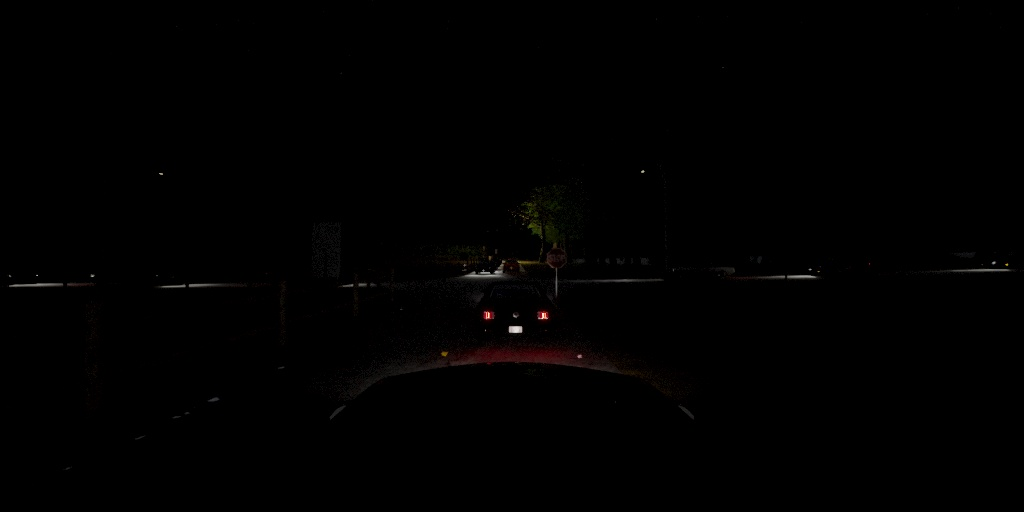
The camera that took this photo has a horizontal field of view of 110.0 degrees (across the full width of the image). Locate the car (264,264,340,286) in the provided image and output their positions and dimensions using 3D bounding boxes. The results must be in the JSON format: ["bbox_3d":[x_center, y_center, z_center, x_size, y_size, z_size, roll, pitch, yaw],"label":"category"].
[{"bbox_3d":[-14.219,1.268,24.410,4.674,1.442,1.812,0,-1,0],"label":"car"}]

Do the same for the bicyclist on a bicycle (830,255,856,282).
[{"bbox_3d":[19.857,0.746,21.541,0.582,1.620,1.656,-1,-1,0],"label":"bicyclist on a bicycle"}]

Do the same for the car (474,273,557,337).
[{"bbox_3d":[0.082,1.352,10.226,1.895,1.301,4.718,0,0,0],"label":"car"}]

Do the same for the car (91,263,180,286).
[{"bbox_3d":[-25.466,1.248,24.357,4.892,1.490,1.837,0,-1,0],"label":"car"}]

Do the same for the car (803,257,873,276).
[{"bbox_3d":[24.911,0.801,27.544,4.181,1.385,1.994,-2,-1,0],"label":"car"}]

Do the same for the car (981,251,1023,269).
[{"bbox_3d":[39.081,0.285,27.606,4.181,1.385,1.994,-2,-1,0],"label":"car"}]

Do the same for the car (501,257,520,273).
[{"bbox_3d":[-0.056,1.167,43.487,1.882,1.535,5.008,0,0,1],"label":"car"}]

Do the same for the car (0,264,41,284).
[{"bbox_3d":[-35.608,1.202,24.314,5.357,1.411,2.033,1,-1,0],"label":"car"}]

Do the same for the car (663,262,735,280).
[{"bbox_3d":[14.197,1.121,27.496,4.718,1.301,1.895,-1,-1,0],"label":"car"}]

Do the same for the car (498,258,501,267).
[{"bbox_3d":[-2.924,1.251,49.553,1.895,1.301,4.718,0,0,0],"label":"car"}]

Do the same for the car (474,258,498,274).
[{"bbox_3d":[-2.948,1.233,39.984,1.812,1.442,4.674,0,0,1],"label":"car"}]
